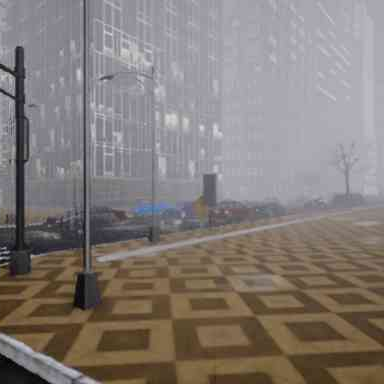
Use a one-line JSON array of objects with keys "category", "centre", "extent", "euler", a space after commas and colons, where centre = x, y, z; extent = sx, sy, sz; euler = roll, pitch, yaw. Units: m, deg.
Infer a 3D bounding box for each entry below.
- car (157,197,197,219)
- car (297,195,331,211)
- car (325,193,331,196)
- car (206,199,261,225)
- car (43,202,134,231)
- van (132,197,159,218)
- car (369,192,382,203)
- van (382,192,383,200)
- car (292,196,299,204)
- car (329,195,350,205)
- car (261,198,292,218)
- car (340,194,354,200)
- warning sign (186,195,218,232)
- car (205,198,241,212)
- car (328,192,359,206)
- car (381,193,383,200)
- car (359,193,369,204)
[{"category": "car", "centre": [-0.417, 1.429, 29.156], "extent": [1.882, 1.535, 5.008], "euler": [0, 0, 40]}, {"category": "car", "centre": [13.694, 1.381, 37.139], "extent": [1.802, 1.307, 4.206], "euler": [0, 1, 40]}, {"category": "car", "centre": [16.663, 1.278, 44.812], "extent": [1.812, 1.442, 4.674], "euler": [0, 0, 39]}, {"category": "car", "centre": [2.921, 1.372, 23.903], "extent": [1.967, 1.590, 4.097], "euler": [0, 1, 40]}, {"category": "car", "centre": [-6.699, 1.576, 21.549], "extent": [2.033, 1.411, 5.357], "euler": [0, 0, 40]}, {"category": "van", "centre": [-3.716, 1.323, 29.409], "extent": [1.690, 1.788, 3.998], "euler": [0, 1, 40]}, {"category": "car", "centre": [31.915, 1.101, 59.201], "extent": [1.752, 1.417, 4.829], "euler": [0, 1, 40]}, {"category": "van", "centre": [39.051, 0.830, 67.841], "extent": [1.690, 1.788, 3.998], "euler": [0, 1, 40]}, {"category": "car", "centre": [18.113, 1.280, 55.650], "extent": [1.947, 1.339, 4.313], "euler": [0, 1, 40]}, {"category": "car", "centre": [23.759, 1.230, 53.407], "extent": [1.994, 1.385, 4.181], "euler": [0, 0, 39]}, {"category": "car", "centre": [6.500, 1.454, 28.326], "extent": [1.947, 1.339, 4.313], "euler": [0, 1, 40]}, {"category": "car", "centre": [36.226, 1.059, 77.582], "extent": [1.947, 1.339, 4.313], "euler": [0, 1, 40]}, {"category": "warning sign", "centre": [0.525, 1.085, 17.487], "extent": [1.300, 1.860, 1.060], "euler": [-1, -1, 40]}, {"category": "car", "centre": [3.616, 1.436, 38.111], "extent": [1.887, 1.381, 4.507], "euler": [0, 1, 40]}, {"category": "car", "centre": [20.938, 1.025, 45.910], "extent": [2.192, 1.841, 5.009], "euler": [0, 1, 40]}, {"category": "car", "centre": [42.674, 0.995, 72.229], "extent": [2.008, 1.369, 4.403], "euler": [0, 1, 40]}, {"category": "car", "centre": [24.561, 0.981, 50.296], "extent": [2.192, 1.841, 5.009], "euler": [0, 1, 40]}]
